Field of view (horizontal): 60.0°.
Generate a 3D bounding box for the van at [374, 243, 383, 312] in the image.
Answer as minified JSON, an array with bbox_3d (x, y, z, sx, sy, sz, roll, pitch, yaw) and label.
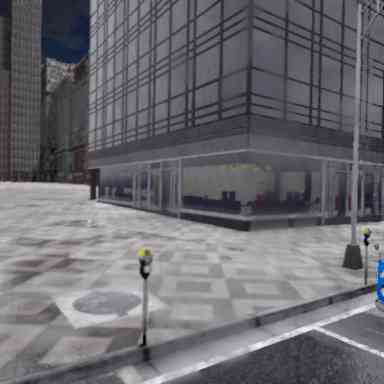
[{"bbox_3d":[4.906,1.359,5.919,3.998,1.788,1.690,1,1,-34],"label":"van"}]
